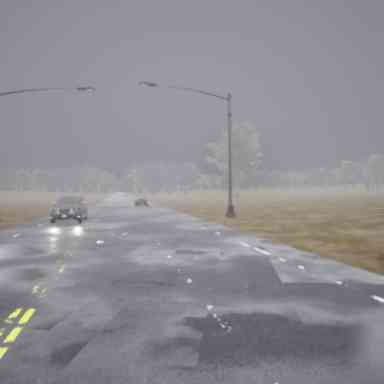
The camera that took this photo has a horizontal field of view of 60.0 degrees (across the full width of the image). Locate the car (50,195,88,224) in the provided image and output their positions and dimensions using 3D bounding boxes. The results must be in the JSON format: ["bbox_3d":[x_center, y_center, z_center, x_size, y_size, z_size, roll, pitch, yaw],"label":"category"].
[{"bbox_3d":[-9.372,1.293,25.692,2.150,2.045,5.566,-1,0,-12],"label":"car"}]

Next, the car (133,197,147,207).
[{"bbox_3d":[-7.979,1.485,51.513,1.837,1.490,4.892,-1,0,-13],"label":"car"}]
